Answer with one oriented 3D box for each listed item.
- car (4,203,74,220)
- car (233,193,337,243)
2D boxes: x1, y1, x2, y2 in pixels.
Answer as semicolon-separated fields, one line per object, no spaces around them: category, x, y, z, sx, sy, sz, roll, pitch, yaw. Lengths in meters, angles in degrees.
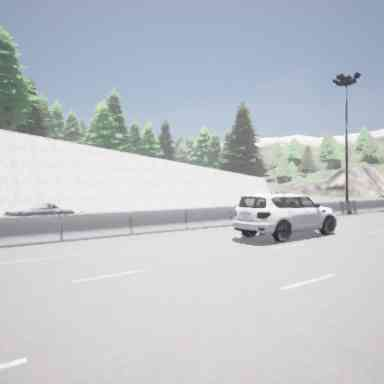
car;-11.790;1.544;25.660;4.718;1.301;1.895;-1;0;-35
car;4.419;1.075;15.510;5.566;2.045;2.150;-1;0;-36
